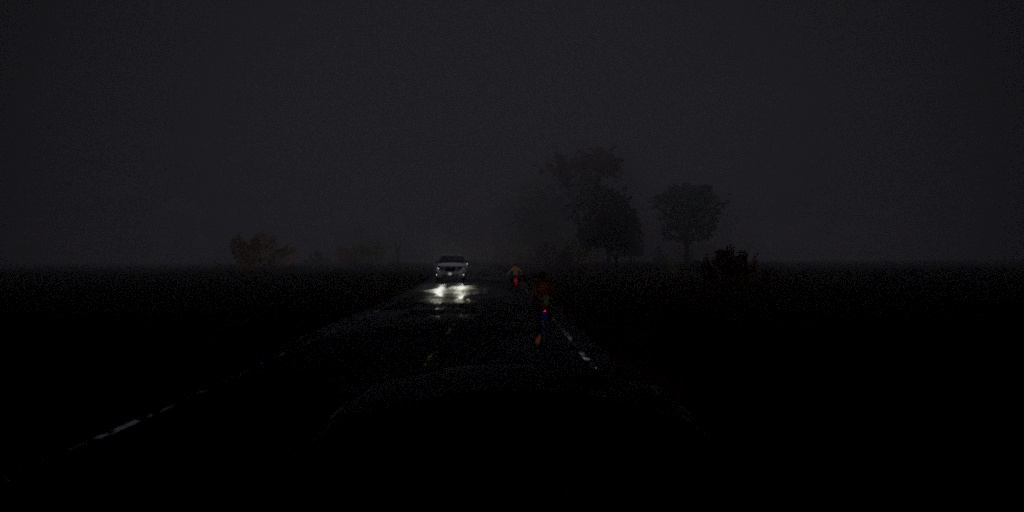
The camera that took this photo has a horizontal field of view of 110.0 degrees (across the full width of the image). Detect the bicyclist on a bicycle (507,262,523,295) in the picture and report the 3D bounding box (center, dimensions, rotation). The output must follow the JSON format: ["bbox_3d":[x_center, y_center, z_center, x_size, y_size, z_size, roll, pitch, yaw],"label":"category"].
[{"bbox_3d":[0.169,1.107,18.030,0.866,1.612,1.509,0,0,-4],"label":"bicyclist on a bicycle"}]

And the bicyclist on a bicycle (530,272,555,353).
[{"bbox_3d":[0.687,1.173,7.799,0.582,1.620,1.656,0,0,-2],"label":"bicyclist on a bicycle"}]

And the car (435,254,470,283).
[{"bbox_3d":[-4.536,0.849,27.327,2.150,2.045,5.566,0,0,-6],"label":"car"}]

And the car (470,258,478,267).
[{"bbox_3d":[-6.791,1.033,60.218,2.033,1.411,5.357,0,0,-13],"label":"car"}]
